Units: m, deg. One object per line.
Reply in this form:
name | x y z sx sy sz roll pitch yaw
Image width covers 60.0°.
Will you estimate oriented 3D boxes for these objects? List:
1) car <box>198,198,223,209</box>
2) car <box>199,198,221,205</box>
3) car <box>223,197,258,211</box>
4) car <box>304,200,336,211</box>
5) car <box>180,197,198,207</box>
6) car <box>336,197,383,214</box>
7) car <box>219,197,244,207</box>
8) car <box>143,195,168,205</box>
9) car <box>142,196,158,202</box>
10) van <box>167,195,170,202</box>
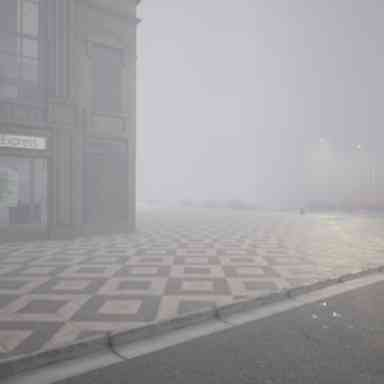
car | 3.162 1.722 47.424 1.802 1.307 4.206 0 0 -36
car | 3.379 1.751 61.542 1.802 1.307 4.206 0 0 -36
car | 6.498 1.688 42.877 1.887 1.381 4.507 0 0 -36
car | 16.723 1.750 43.352 1.947 1.339 4.313 0 0 -36
car | -0.173 1.576 51.971 1.967 1.590 4.097 0 0 -36
car | 20.060 1.502 38.804 2.192 1.841 5.009 0 0 -36
car | 6.716 1.614 56.994 1.967 1.590 4.097 0 0 -36
car | -6.844 1.677 61.065 2.008 1.369 4.403 0 0 -36
car | -10.065 1.660 79.872 1.752 1.417 4.829 1 0 -36
van | -6.627 1.489 75.186 1.690 1.788 3.998 0 0 -36
